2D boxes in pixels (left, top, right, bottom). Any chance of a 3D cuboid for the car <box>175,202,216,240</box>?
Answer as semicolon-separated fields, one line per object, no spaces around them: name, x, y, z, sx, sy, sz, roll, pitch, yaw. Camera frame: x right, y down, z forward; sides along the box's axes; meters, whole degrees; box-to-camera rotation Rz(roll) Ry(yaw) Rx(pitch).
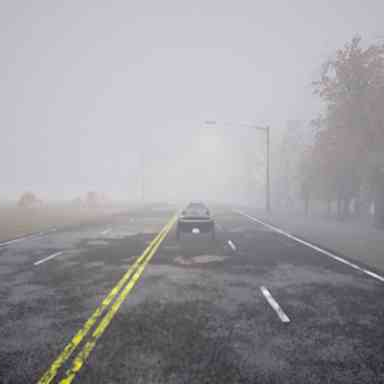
car;0.180;1.464;16.892;2.128;1.511;4.902;0;0;0

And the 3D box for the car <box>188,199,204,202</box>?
car;0.469;1.492;38.024;1.994;1.385;4.181;0;0;1
